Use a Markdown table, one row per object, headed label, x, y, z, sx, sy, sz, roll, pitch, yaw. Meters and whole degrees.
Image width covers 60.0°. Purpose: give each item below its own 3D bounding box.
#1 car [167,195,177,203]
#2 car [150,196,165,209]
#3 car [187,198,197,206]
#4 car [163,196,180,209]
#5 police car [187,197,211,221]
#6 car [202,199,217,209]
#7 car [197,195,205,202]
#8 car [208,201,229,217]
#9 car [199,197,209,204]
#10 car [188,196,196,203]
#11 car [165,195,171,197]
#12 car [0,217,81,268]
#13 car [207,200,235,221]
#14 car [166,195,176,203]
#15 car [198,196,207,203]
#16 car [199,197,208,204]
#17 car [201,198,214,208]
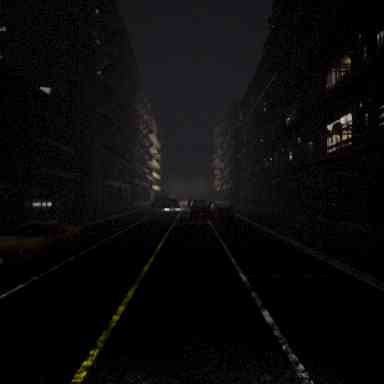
| label | x | y | z | sx | sy | sz | roll | pitch | yaw |
| --- | --- | --- | --- | --- | --- | --- | --- | --- | --- |
| car | -5.285 | 1.813 | 89.060 | 2.192 | 1.841 | 5.009 | 1 | 0 | 0 |
| car | -5.292 | 1.757 | 50.177 | 1.752 | 1.417 | 4.829 | 2 | 0 | 0 |
| car | 0.004 | 1.868 | 64.548 | 2.033 | 1.411 | 5.357 | 0 | 0 | 0 |
| car | -2.827 | 1.755 | 49.777 | 1.812 | 1.442 | 4.674 | 0 | 0 | 0 |
| police car | 0.711 | 1.542 | 28.936 | 1.930 | 1.638 | 5.238 | 0 | 0 | 0 |
| car | 2.588 | 1.777 | 50.283 | 1.887 | 1.381 | 4.507 | 1 | 0 | 0 |
| car | 2.561 | 1.856 | 94.531 | 2.192 | 1.841 | 5.009 | 1 | 0 | 0 |
| car | 2.587 | 1.666 | 33.863 | 1.752 | 1.417 | 4.829 | 1 | 0 | 0 |
| car | 2.589 | 1.919 | 72.406 | 1.887 | 1.381 | 4.507 | 1 | 0 | 0 |
| car | 0.005 | 1.832 | 79.555 | 1.837 | 1.490 | 4.892 | 0 | 0 | 0 |
| car | -5.286 | 1.580 | 55.879 | 2.192 | 1.841 | 5.009 | 2 | 0 | 0 |
| car | -5.293 | 1.566 | 11.470 | 1.752 | 1.417 | 4.829 | 2 | 0 | 0 |
| car | 2.587 | 1.658 | 28.161 | 1.887 | 1.381 | 4.507 | 1 | 0 | 0 |
| car | -5.286 | 1.771 | 83.530 | 2.192 | 1.841 | 5.009 | 1 | 0 | 0 |
| car | 2.599 | 1.896 | 83.469 | 1.967 | 1.590 | 4.097 | 1 | 0 | 0 |
| car | 2.589 | 1.959 | 77.936 | 1.887 | 1.381 | 4.507 | 1 | 0 | 0 |
| car | 2.588 | 1.816 | 55.815 | 2.008 | 1.369 | 4.403 | 1 | 0 | 0 |
